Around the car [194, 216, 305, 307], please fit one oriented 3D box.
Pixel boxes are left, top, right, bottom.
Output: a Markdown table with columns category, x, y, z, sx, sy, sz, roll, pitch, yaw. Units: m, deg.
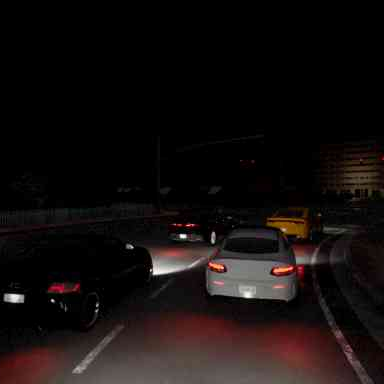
| category | x | y | z | sx | sy | sz | roll | pitch | yaw |
| --- | --- | --- | --- | --- | --- | --- | --- | --- | --- |
| car | 1.525 | 1.526 | 7.989 | 1.812 | 1.442 | 4.674 | 0 | 0 | 14 |

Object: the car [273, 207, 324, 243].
| category | x | y | z | sx | sy | sz | roll | pitch | yaw |
| --- | --- | --- | --- | --- | --- | --- | --- | --- | --- |
| car | 5.210 | 1.478 | 16.499 | 1.882 | 1.535 | 5.008 | 0 | 0 | 30 |

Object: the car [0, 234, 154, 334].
| category | x | y | z | sx | sy | sz | roll | pitch | yaw |
| --- | --- | --- | --- | --- | --- | --- | --- | --- | --- |
| car | -2.267 | 1.564 | 6.962 | 1.994 | 1.385 | 4.181 | 0 | 0 | 11 |

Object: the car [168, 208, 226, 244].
| category | x | y | z | sx | sy | sz | roll | pitch | yaw |
| --- | --- | --- | --- | --- | --- | --- | --- | --- | --- |
| car | 0.611 | 1.505 | 15.397 | 1.837 | 1.490 | 4.892 | 0 | 0 | 23 |
